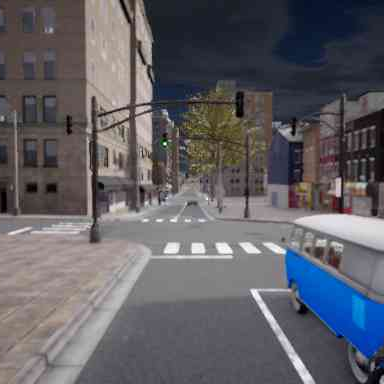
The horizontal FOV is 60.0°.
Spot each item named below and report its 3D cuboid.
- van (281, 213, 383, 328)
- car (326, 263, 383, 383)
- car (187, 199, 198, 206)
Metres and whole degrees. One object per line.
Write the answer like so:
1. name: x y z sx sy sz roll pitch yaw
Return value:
1. van: 2.607 1.314 4.998 1.690 1.788 3.998 -2 0 0
2. car: 2.615 1.541 1.679 2.008 1.369 4.403 -2 0 0
3. car: 0.106 1.839 60.274 1.895 1.301 4.718 0 0 1
